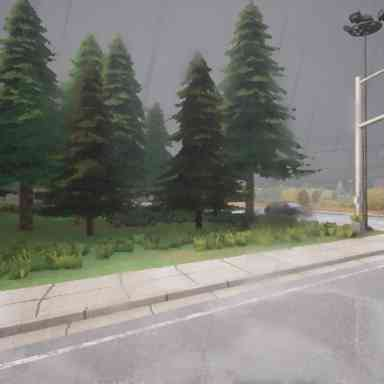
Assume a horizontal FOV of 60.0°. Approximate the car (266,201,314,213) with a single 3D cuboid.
[{"bbox_3d":[8.741,1.563,30.264,1.812,1.442,4.674,0,0,-35],"label":"car"}]
